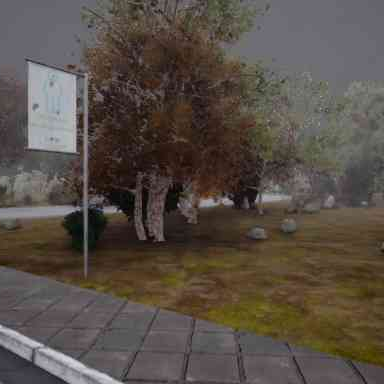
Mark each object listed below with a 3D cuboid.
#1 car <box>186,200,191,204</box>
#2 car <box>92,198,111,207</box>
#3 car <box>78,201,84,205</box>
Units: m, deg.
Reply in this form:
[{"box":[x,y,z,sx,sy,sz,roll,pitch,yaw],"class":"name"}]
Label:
[{"box":[-2.029,1.473,60.064,1.994,1.385,4.181,0,0,35],"class":"car"},{"box":[-12.161,1.473,46.584,1.837,1.490,4.892,0,0,38],"class":"car"},{"box":[-14.475,1.566,49.294,1.895,1.301,4.718,0,0,38],"class":"car"}]
